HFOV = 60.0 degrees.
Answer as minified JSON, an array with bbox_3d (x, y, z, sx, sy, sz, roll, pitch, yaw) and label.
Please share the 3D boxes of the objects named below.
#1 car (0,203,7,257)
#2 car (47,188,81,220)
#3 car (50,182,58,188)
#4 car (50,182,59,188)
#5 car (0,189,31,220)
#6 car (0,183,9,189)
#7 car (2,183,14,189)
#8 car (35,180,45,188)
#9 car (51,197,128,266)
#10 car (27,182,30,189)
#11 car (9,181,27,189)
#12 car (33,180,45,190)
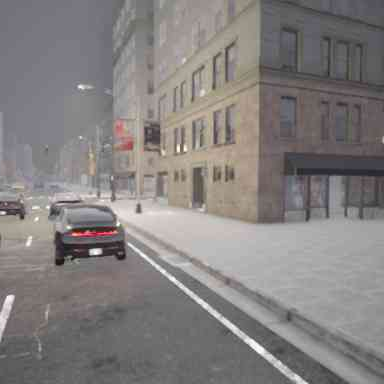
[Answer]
[{"bbox_3d":[-5.720,1.220,7.764,1.812,1.442,4.674,0,2,-23],"label":"car"},{"bbox_3d":[-7.420,0.764,19.769,2.128,1.511,4.902,-1,2,-23],"label":"car"},{"bbox_3d":[-35.836,-1.806,86.351,1.837,1.490,4.892,-1,2,-23],"label":"car"},{"bbox_3d":[-31.749,-1.346,76.777,1.882,1.535,5.008,-1,2,-23],"label":"car"},{"bbox_3d":[-10.729,0.767,19.501,1.837,1.490,4.892,-1,2,-23],"label":"car"},{"bbox_3d":[-35.970,-0.803,61.828,2.128,1.511,4.902,-1,2,-23],"label":"car"},{"bbox_3d":[-42.094,-1.395,76.178,2.033,1.411,5.357,-1,2,-23],"label":"car"},{"bbox_3d":[-38.836,-2.055,85.095,2.150,2.045,5.566,-1,2,-23],"label":"car"},{"bbox_3d":[-3.277,1.126,10.307,1.837,1.490,4.892,0,2,-23],"label":"car"},{"bbox_3d":[-39.116,-1.607,77.474,2.097,1.767,4.553,-1,2,-23],"label":"car"},{"bbox_3d":[-32.981,-0.877,63.102,1.882,1.535,5.008,-1,2,-23],"label":"car"},{"bbox_3d":[-34.749,-1.573,75.521,2.150,2.045,5.566,-1,2,-23],"label":"car"}]
